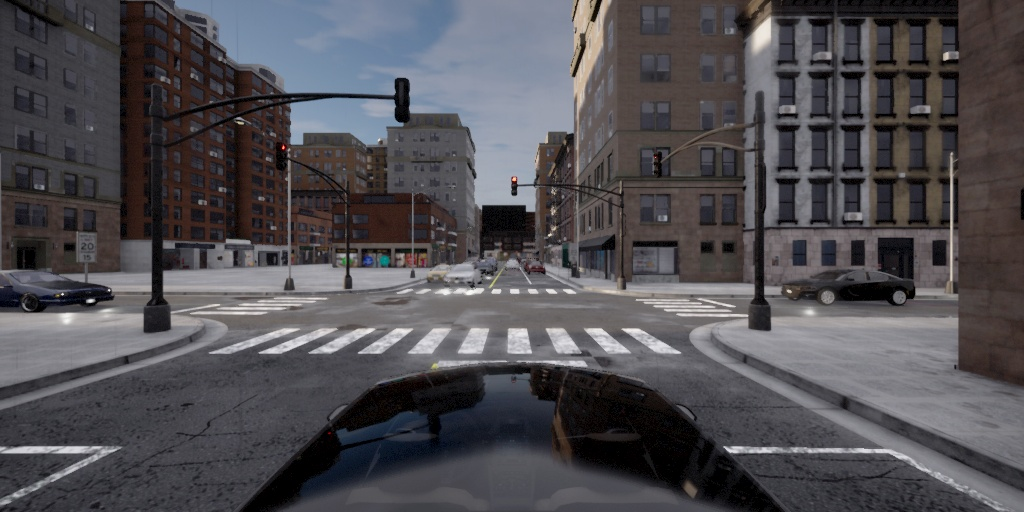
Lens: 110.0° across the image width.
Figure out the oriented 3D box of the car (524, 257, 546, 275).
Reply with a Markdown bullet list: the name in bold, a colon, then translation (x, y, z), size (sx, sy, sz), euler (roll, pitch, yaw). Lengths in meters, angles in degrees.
- **car**: translation (2.613, 1.185, 39.427), size (1.967, 1.591, 4.097), euler (0, 0, 0)

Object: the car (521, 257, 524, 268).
- **car**: translation (2.609, 1.059, 45.089), size (2.192, 1.841, 5.009), euler (0, 0, 0)

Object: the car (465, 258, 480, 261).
- **car**: translation (-5.416, 1.295, 45.084), size (2.007, 1.370, 4.403), euler (0, 0, 0)

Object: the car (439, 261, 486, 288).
- **car**: translation (-3.121, 1.272, 23.682), size (1.812, 1.442, 4.674), euler (0, 0, 4)

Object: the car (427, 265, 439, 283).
- **car**: translation (-5.405, 1.271, 27.928), size (1.751, 1.417, 4.829), euler (0, 0, 0)

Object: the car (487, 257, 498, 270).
- **car**: translation (-2.866, 1.237, 47.889), size (2.128, 1.511, 4.902), euler (0, 0, 0)

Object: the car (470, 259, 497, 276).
- **car**: translation (-2.863, 1.310, 36.538), size (1.994, 1.385, 4.181), euler (0, 0, 0)

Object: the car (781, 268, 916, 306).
- **car**: translation (14.763, 1.307, 15.905), size (5.008, 1.535, 1.882), euler (0, 0, -1)

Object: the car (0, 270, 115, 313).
- **car**: translation (-17.810, 1.214, 12.894), size (5.357, 1.411, 2.033), euler (0, 0, 0)

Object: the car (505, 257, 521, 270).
- **car**: translation (0.064, 1.270, 51.968), size (1.812, 1.442, 4.674), euler (0, 0, 0)
